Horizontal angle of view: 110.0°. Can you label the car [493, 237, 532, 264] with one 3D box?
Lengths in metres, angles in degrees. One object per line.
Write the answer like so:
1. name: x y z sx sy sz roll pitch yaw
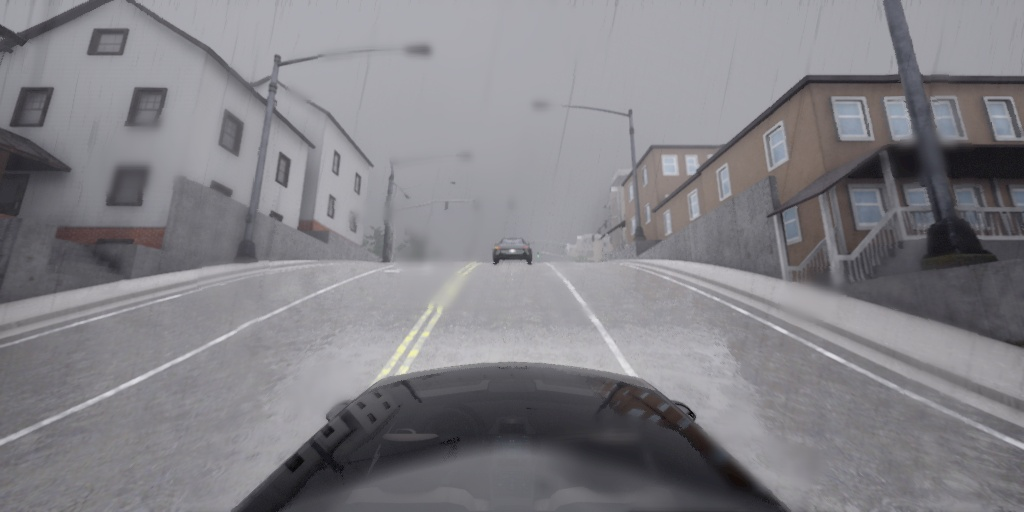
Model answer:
1. car: 0.051 -0.287 19.029 1.994 1.385 4.181 0 0 1
